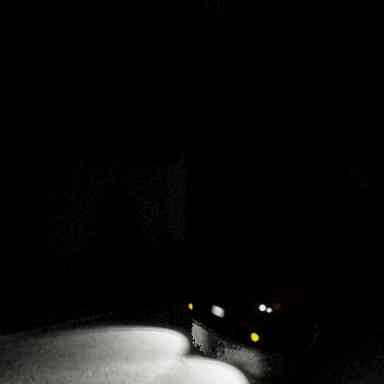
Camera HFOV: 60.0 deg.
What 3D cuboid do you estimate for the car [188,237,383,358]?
[{"bbox_3d":[2.002,1.564,6.037,4.181,1.385,1.994,0,0,-36],"label":"car"}]
